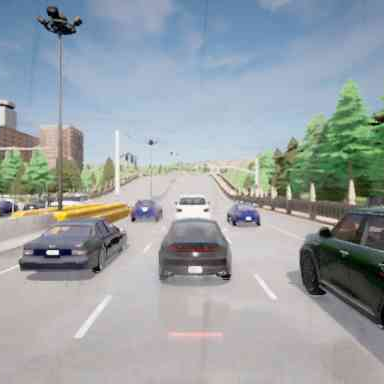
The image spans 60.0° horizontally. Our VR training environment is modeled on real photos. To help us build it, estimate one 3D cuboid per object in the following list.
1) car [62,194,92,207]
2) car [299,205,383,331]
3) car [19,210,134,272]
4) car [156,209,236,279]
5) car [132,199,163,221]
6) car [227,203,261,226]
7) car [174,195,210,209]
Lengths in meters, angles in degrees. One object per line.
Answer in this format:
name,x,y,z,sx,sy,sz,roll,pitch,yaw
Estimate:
car,-10.611,1.200,29.518,2.150,2.045,5.566,0,0,0
car,3.584,1.215,5.444,2.150,2.045,5.566,0,0,0
car,-3.434,1.538,10.700,2.033,1.411,5.357,0,0,0
car,0.072,1.496,9.943,1.837,1.490,4.892,0,0,0
car,-3.518,1.328,26.608,2.097,1.767,4.553,0,0,-1
car,3.527,1.502,23.140,1.812,1.442,4.674,0,0,0
car,0.033,1.200,21.680,2.150,2.045,5.566,0,0,0
